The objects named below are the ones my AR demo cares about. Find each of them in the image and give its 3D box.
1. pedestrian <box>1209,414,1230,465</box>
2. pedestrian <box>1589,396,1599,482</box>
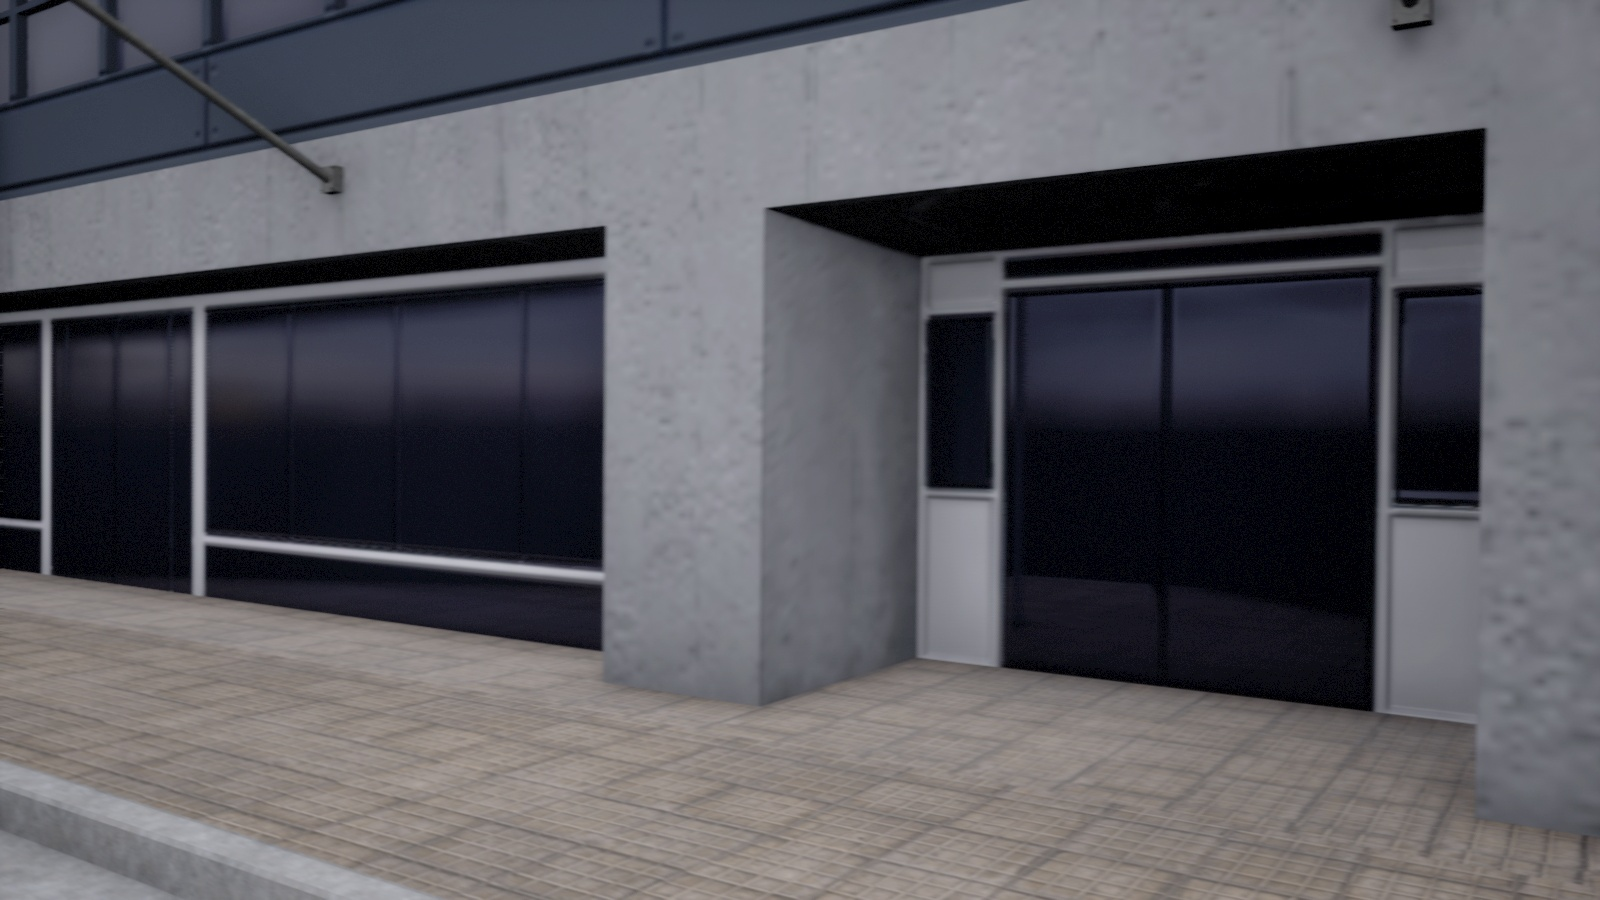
[{"bbox_3d":[15.853,-0.400,47.493,0.692,1.930,0.395,0,1,29],"label":"pedestrian"},{"bbox_3d":[17.549,-0.234,26.883,0.899,1.844,0.634,0,1,2],"label":"pedestrian"}]
